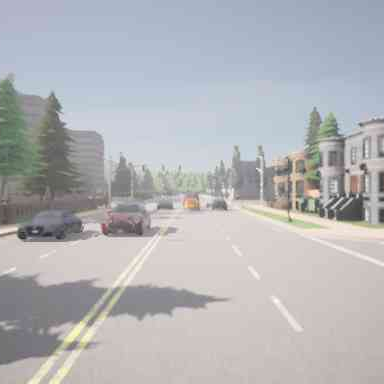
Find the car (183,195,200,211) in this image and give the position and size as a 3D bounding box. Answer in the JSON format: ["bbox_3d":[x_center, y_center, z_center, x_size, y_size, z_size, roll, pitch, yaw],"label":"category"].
[{"bbox_3d":[0.001,1.566,42.421,1.882,1.535,5.008,0,0,0],"label":"car"}]

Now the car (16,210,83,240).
[{"bbox_3d":[-7.099,1.600,17.016,1.994,1.385,4.181,0,0,0],"label":"car"}]

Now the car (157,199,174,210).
[{"bbox_3d":[-3.518,1.657,44.541,1.994,1.385,4.181,0,0,0],"label":"car"}]

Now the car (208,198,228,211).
[{"bbox_3d":[3.501,1.594,42.950,1.837,1.490,4.892,0,0,0],"label":"car"}]

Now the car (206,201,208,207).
[{"bbox_3d":[3.584,1.634,52.000,1.812,1.442,4.674,0,0,18],"label":"car"}]

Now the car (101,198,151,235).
[{"bbox_3d":[-3.598,1.391,18.831,2.097,1.767,4.553,0,0,0],"label":"car"}]

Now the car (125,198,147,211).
[{"bbox_3d":[-7.039,1.566,42.227,1.882,1.535,5.008,0,0,1],"label":"car"}]
